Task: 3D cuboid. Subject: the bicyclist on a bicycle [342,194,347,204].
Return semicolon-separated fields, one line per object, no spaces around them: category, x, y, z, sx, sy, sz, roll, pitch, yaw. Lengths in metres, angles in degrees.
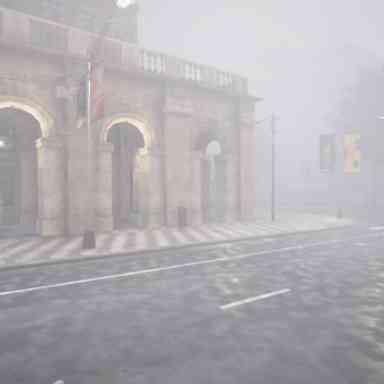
bicyclist on a bicycle;26.085;1.210;56.819;1.656;1.620;0.582;0;0;-36

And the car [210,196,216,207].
car;1.468;1.548;46.290;1.895;1.301;4.718;0;0;-36

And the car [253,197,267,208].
car;8.587;1.447;47.787;1.837;1.490;4.892;0;0;-36
